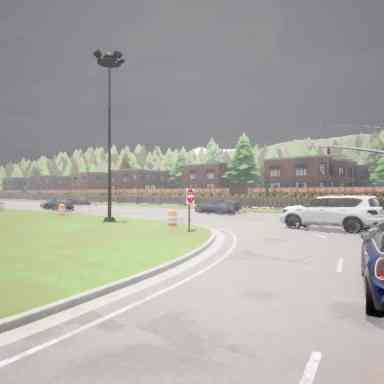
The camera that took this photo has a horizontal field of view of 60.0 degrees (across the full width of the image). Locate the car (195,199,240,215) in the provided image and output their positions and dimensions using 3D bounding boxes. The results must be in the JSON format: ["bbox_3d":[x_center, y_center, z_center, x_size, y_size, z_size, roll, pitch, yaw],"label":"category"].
[{"bbox_3d":[2.316,1.564,33.528,4.181,1.385,1.994,0,0,41],"label":"car"}]

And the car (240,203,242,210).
[{"bbox_3d":[3.301,1.505,37.299,4.892,1.490,1.837,0,0,41],"label":"car"}]

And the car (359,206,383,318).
[{"bbox_3d":[4.808,1.352,7.061,2.097,1.767,4.553,0,0,26],"label":"car"}]

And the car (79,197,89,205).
[{"bbox_3d":[-19.483,1.563,56.904,4.181,1.385,1.994,0,0,41],"label":"car"}]

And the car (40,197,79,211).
[{"bbox_3d":[-16.410,1.547,40.408,5.357,1.411,2.033,0,0,41],"label":"car"}]

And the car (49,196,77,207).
[{"bbox_3d":[-20.754,1.491,53.381,4.902,1.511,2.128,0,0,41],"label":"car"}]

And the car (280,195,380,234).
[{"bbox_3d":[8.012,1.221,19.391,5.566,2.045,2.150,0,0,41],"label":"car"}]
